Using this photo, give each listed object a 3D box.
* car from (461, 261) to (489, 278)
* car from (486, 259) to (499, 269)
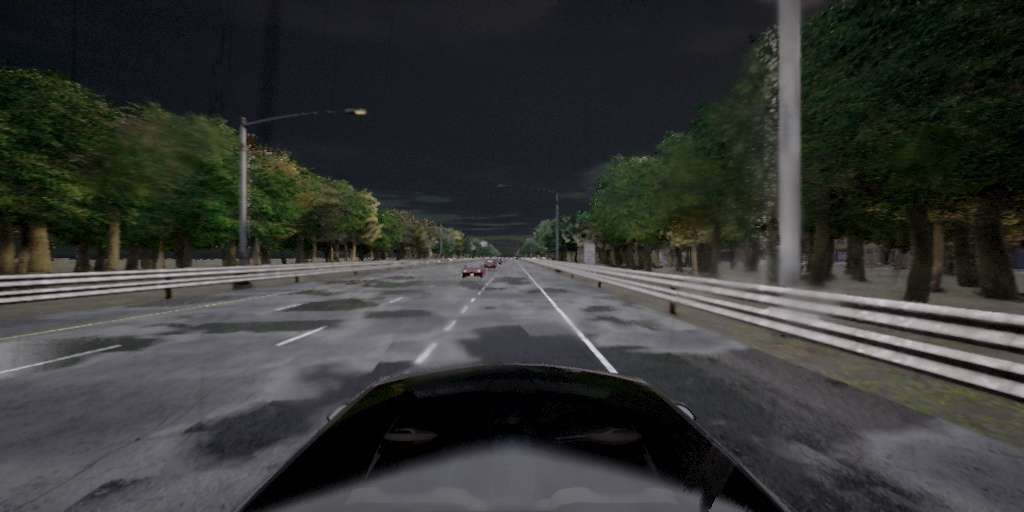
[{"bbox_3d":[-3.497,1.362,33.548,1.895,1.301,4.718,0,0,0],"label":"car"},{"bbox_3d":[-3.494,1.302,57.701,1.812,1.442,4.674,0,0,0],"label":"car"}]
